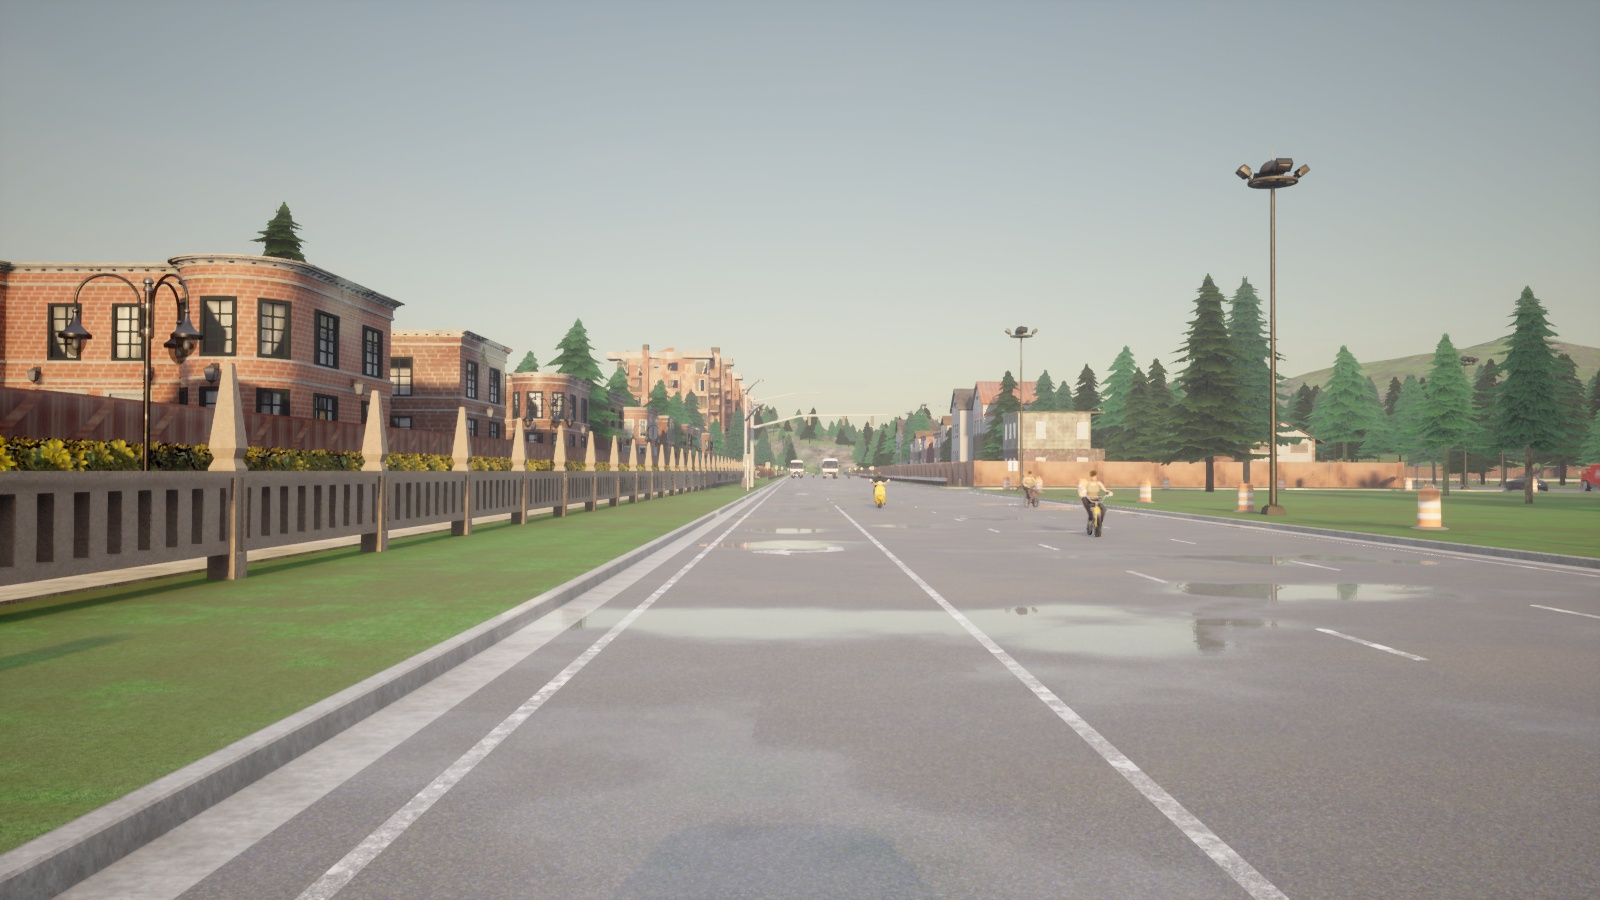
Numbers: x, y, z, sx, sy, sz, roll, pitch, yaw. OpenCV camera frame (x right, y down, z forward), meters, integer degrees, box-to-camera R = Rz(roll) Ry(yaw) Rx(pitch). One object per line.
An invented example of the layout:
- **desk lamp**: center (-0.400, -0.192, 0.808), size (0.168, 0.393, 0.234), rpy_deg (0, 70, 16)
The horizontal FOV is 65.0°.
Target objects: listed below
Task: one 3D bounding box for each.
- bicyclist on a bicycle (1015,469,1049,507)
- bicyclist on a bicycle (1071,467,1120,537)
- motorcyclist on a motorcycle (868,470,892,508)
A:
- **bicyclist on a bicycle**: center (9.891, 1.608, 53.528), size (0.866, 1.612, 1.509), rpy_deg (-1, -1, -12)
- **bicyclist on a bicycle**: center (7.054, 1.226, 30.050), size (0.866, 1.612, 1.509), rpy_deg (0, -1, 2)
- **motorcyclist on a motorcycle**: center (3.378, 1.643, 53.014), size (0.866, 1.590, 1.817), rpy_deg (0, -1, 0)
